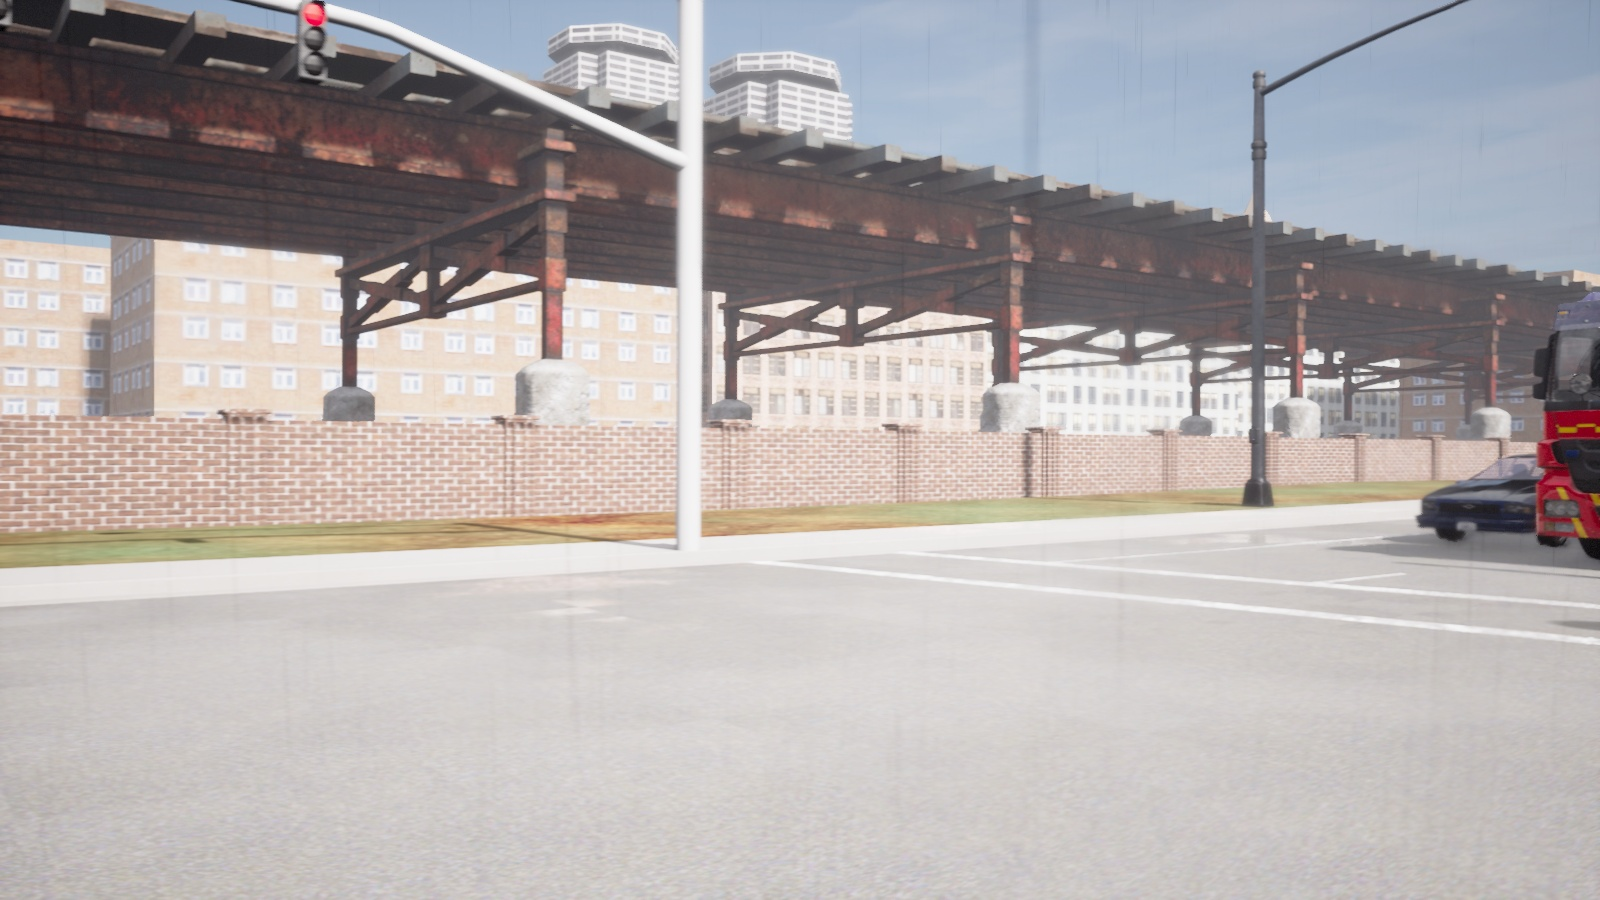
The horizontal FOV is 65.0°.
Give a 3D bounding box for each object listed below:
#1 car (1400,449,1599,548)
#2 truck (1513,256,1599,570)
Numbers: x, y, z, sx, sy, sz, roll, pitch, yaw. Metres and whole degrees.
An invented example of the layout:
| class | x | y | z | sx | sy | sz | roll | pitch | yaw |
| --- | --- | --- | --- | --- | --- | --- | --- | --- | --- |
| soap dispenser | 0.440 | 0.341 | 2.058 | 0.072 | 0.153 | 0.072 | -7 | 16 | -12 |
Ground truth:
| class | x | y | z | sx | sy | sz | roll | pitch | yaw |
| --- | --- | --- | --- | --- | --- | --- | --- | --- | --- |
| car | 12.398 | 0.716 | 20.823 | 5.357 | 1.411 | 2.033 | -1 | 0 | -35 |
| truck | 13.540 | -0.498 | 17.316 | 8.468 | 3.827 | 2.891 | -1 | 0 | -33 |
